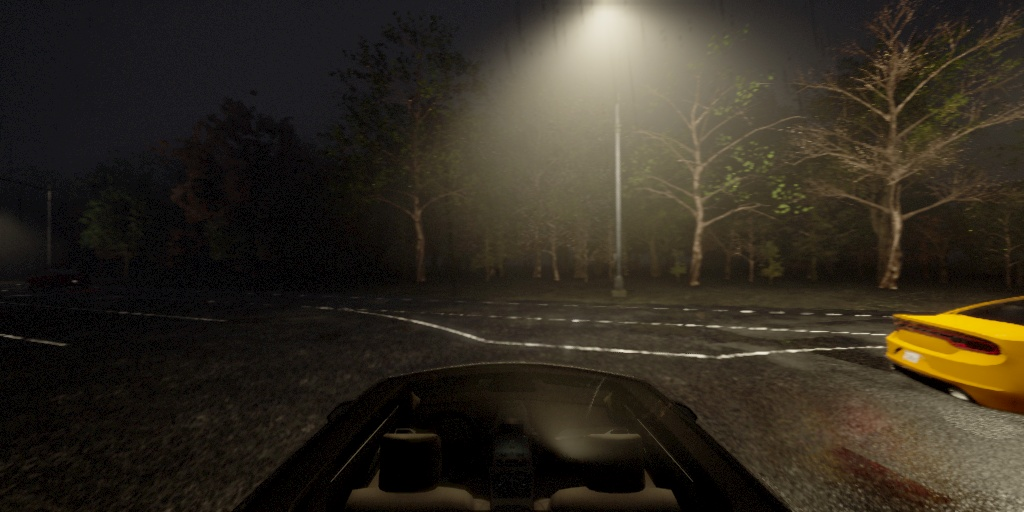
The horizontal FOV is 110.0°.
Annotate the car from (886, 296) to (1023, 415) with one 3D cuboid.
[{"bbox_3d":[7.615,1.160,3.923,5.008,1.535,1.882,-1,-1,20],"label":"car"}]

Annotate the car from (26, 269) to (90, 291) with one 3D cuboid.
[{"bbox_3d":[-33.821,1.706,26.695,5.008,1.535,1.882,-1,0,21],"label":"car"}]
